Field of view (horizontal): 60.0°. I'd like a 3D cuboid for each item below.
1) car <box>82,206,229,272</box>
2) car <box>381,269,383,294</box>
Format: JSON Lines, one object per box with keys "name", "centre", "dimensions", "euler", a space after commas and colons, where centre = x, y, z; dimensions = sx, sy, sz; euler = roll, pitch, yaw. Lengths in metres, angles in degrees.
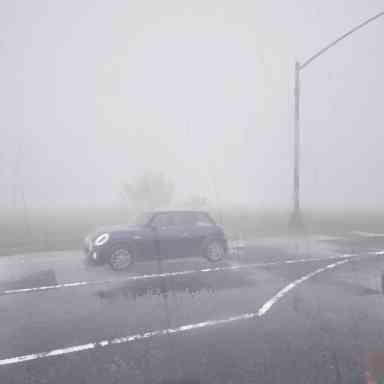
{"name": "car", "centre": [-1.144, 1.340, 10.806], "dimensions": [4.553, 1.767, 2.097], "euler": [1, 0, -25]}
{"name": "car", "centre": [5.921, 1.522, 6.389], "dimensions": [5.008, 1.535, 1.882], "euler": [1, 0, -25]}
